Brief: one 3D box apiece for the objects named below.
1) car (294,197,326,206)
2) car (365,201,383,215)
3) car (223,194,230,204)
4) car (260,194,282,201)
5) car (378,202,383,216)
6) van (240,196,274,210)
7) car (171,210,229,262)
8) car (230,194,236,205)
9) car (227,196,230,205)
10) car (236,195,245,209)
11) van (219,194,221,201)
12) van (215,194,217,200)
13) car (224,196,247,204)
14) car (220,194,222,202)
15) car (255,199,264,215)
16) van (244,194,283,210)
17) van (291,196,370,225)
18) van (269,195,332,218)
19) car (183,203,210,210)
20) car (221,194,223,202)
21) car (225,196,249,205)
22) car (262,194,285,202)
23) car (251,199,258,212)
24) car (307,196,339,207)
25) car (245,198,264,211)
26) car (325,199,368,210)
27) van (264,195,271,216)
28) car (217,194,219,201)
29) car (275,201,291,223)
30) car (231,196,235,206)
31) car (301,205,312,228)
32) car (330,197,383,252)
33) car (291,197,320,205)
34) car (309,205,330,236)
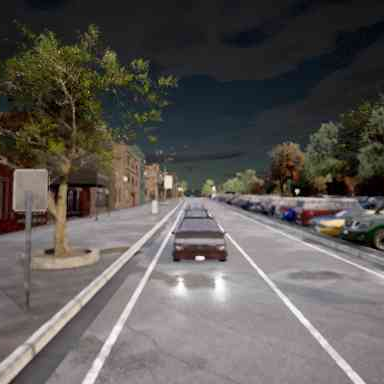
[{"bbox_3d":[22.054,1.776,62.292,5.366,1.575,1.946,0,0,0],"label":"car"},{"bbox_3d":[22.362,1.795,37.311,4.792,1.488,2.163,0,0,0],"label":"car"},{"bbox_3d":[9.133,1.521,61.845,5.566,2.045,2.435,0,0,0],"label":"car"},{"bbox_3d":[22.095,1.529,92.954,5.566,2.045,2.435,0,0,0],"label":"car"},{"bbox_3d":[22.315,1.787,34.528,4.792,1.488,2.163,0,0,0],"label":"car"},{"bbox_3d":[9.331,1.546,47.829,4.442,1.987,1.878,0,0,0],"label":"van"},{"bbox_3d":[0.261,1.650,12.790,2.033,1.411,5.357,0,0,0],"label":"car"},{"bbox_3d":[9.214,1.647,56.239,4.553,1.767,2.185,0,0,0],"label":"car"},{"bbox_3d":[9.169,1.812,59.042,4.674,1.452,2.002,0,0,0],"label":"car"},{"bbox_3d":[9.197,1.520,45.025,5.566,2.045,2.435,0,0,0],"label":"car"},{"bbox_3d":[8.992,1.547,75.861,4.442,1.987,1.878,0,0,0],"label":"van"},{"bbox_3d":[8.950,1.548,87.074,4.442,1.987,1.878,0,0,0],"label":"van"},{"bbox_3d":[9.098,1.647,70.255,4.553,1.767,2.185,0,0,0],"label":"car"},{"bbox_3d":[9.150,1.647,73.059,4.553,1.767,2.185,0,0,0],"label":"car"},{"bbox_3d":[9.296,1.776,33.805,4.792,1.488,2.163,0,0,0],"label":"car"},{"bbox_3d":[9.352,1.545,42.225,4.442,1.987,1.878,0,0,0],"label":"van"},{"bbox_3d":[9.426,1.444,22.592,4.442,1.987,1.878,0,0,0],"label":"van"},{"bbox_3d":[9.172,1.487,28.202,4.442,1.987,1.878,0,0,0],"label":"van"},{"bbox_3d":[0.324,1.684,26.839,2.128,1.511,4.902,0,0,0],"label":"car"},{"bbox_3d":[9.122,1.521,64.649,5.566,2.045,2.435,0,0,0],"label":"car"},{"bbox_3d":[9.109,1.647,67.452,4.553,1.767,2.185,0,0,0],"label":"car"},{"bbox_3d":[22.105,1.529,90.293,5.566,2.045,2.435,0,0,0],"label":"car"},{"bbox_3d":[9.254,1.797,36.613,4.674,1.452,2.002,0,0,0],"label":"car"},{"bbox_3d":[22.291,1.653,56.743,4.553,1.767,2.185,0,0,0],"label":"car"},{"bbox_3d":[9.252,1.766,39.416,4.892,1.521,2.231,0,0,0],"label":"car"},{"bbox_3d":[22.478,1.775,48.414,5.366,1.575,1.946,0,0,0],"label":"car"},{"bbox_3d":[9.394,1.504,31.004,4.442,1.987,1.878,0,0,0],"label":"van"},{"bbox_3d":[9.093,1.773,78.665,5.008,1.535,2.097,0,0,0],"label":"car"},{"bbox_3d":[9.294,1.691,25.393,5.008,1.535,2.097,0,0,0],"label":"car"},{"bbox_3d":[9.187,1.773,53.436,4.892,1.521,2.231,0,0,0],"label":"car"},{"bbox_3d":[9.323,1.687,19.787,4.674,1.452,2.002,0,0,0],"label":"car"},{"bbox_3d":[9.313,1.352,14.182,5.566,2.045,2.435,0,0,0],"label":"car"},{"bbox_3d":[22.235,1.780,65.069,4.892,1.521,2.231,0,0,0],"label":"car"},{"bbox_3d":[9.145,1.622,16.983,5.366,1.575,1.946,0,0,0],"label":"car"}]
